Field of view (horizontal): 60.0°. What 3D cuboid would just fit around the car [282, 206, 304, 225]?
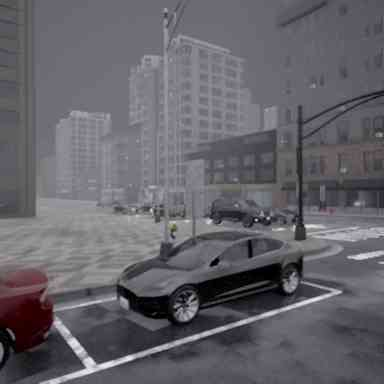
[{"bbox_3d":[6.619,1.772,26.018,1.994,1.385,4.181,0,-1,-36],"label":"car"}]

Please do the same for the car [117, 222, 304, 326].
[{"bbox_3d":[0.591,1.561,7.073,4.313,1.339,1.947,0,0,-35],"label":"car"}]

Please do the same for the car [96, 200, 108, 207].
[{"bbox_3d":[-17.361,2.263,65.875,2.033,1.411,5.357,0,0,-35],"label":"car"}]

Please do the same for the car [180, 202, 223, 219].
[{"bbox_3d":[0.900,1.840,34.100,1.837,1.490,4.892,0,0,-36],"label":"car"}]

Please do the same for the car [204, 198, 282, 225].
[{"bbox_3d":[3.566,1.459,24.705,2.150,2.045,5.566,0,-1,-35],"label":"car"}]

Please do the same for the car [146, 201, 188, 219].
[{"bbox_3d":[-2.384,1.873,33.121,1.837,1.490,4.892,0,0,-35],"label":"car"}]

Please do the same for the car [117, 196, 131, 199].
[{"bbox_3d":[-13.824,1.906,66.496,2.150,2.045,5.566,0,0,-35],"label":"car"}]

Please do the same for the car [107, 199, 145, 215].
[{"bbox_3d":[-8.323,1.983,41.525,2.128,1.511,4.902,0,0,-35],"label":"car"}]

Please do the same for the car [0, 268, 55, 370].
[{"bbox_3d":[-4.005,1.546,3.796,4.507,1.381,1.887,0,0,-35],"label":"car"}]
